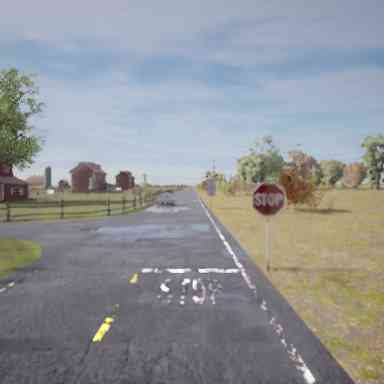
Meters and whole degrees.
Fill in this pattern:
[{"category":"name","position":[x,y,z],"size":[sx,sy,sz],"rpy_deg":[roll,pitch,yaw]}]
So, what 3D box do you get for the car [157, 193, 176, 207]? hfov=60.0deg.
[{"category":"car","position":[-2.842,0.921,37.906],"size":[1.837,1.490,4.892],"rpy_deg":[0,1,0]}]
